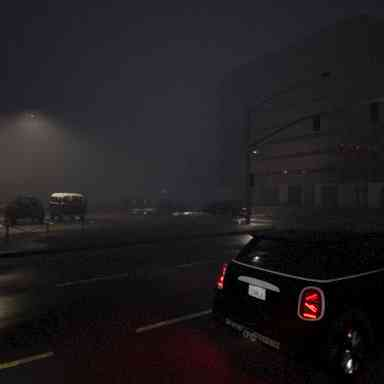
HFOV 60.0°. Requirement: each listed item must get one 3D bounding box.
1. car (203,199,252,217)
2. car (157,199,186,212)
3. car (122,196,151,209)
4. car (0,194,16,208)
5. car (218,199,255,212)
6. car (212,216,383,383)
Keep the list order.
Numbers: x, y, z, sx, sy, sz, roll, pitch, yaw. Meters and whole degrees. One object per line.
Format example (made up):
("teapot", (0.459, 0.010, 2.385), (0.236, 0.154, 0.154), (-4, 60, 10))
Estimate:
("car", (3.168, 1.603, 31.431), (2.033, 1.411, 5.357), (0, 0, -35))
("car", (-2.525, 1.581, 39.464), (1.812, 1.442, 4.674), (0, 0, -36))
("car", (-8.287, 1.407, 47.579), (2.097, 1.767, 4.553), (0, 0, -35))
("car", (-31.719, 1.209, 56.462), (1.932, 1.855, 4.605), (0, 0, -35))
("car", (5.348, 1.581, 40.795), (1.812, 1.442, 4.674), (0, 0, -35))
("car", (2.601, 1.352, 5.658), (4.553, 1.767, 2.097), (0, 0, -35))
